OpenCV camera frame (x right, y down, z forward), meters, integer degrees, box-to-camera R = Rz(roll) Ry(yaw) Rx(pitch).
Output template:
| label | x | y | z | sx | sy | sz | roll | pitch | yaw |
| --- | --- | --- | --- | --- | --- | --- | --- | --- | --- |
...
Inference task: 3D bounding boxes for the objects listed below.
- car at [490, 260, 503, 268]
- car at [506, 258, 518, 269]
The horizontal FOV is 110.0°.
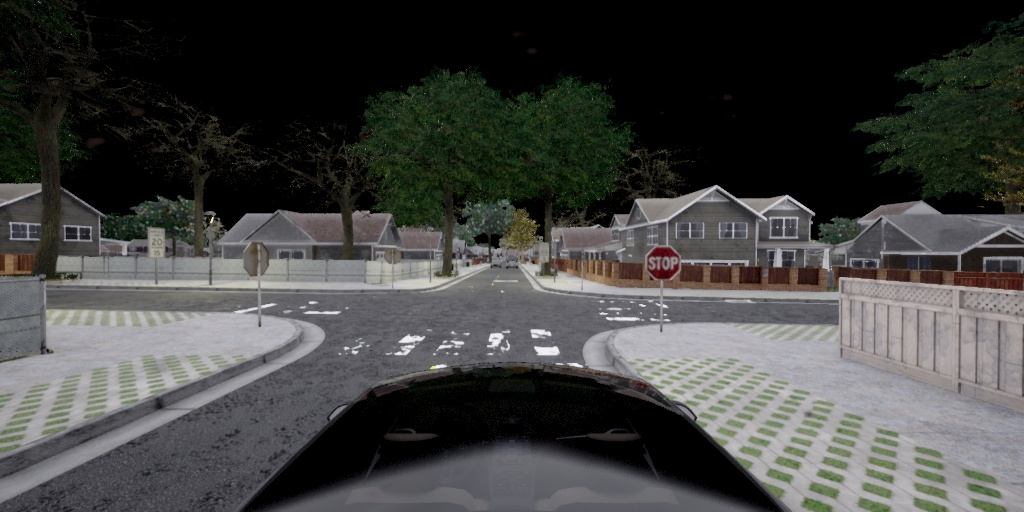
| label | x | y | z | sx | sy | sz | roll | pitch | yaw |
| --- | --- | --- | --- | --- | --- | --- | --- | --- | --- |
| car | -2.734 | 1.375 | 62.396 | 1.837 | 1.490 | 4.892 | 0 | 0 | 0 |
| car | 0.015 | 1.418 | 57.798 | 1.994 | 1.385 | 4.181 | 0 | 0 | 0 |
